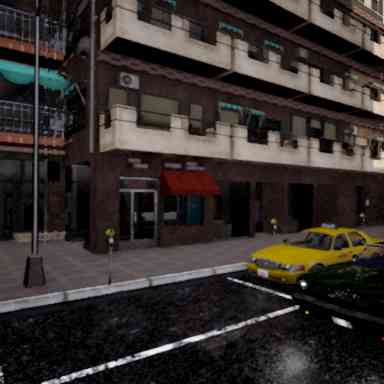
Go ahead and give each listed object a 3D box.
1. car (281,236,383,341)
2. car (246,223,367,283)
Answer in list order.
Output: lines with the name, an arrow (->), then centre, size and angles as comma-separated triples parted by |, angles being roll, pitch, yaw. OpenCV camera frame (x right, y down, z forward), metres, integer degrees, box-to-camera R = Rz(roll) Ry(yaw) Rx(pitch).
car -> 4.035, 1.645, 6.226 | 4.718, 1.301, 1.895 | 0, 0, -35
car -> 3.614, 1.578, 9.135 | 4.829, 1.417, 1.752 | 0, 0, -36
